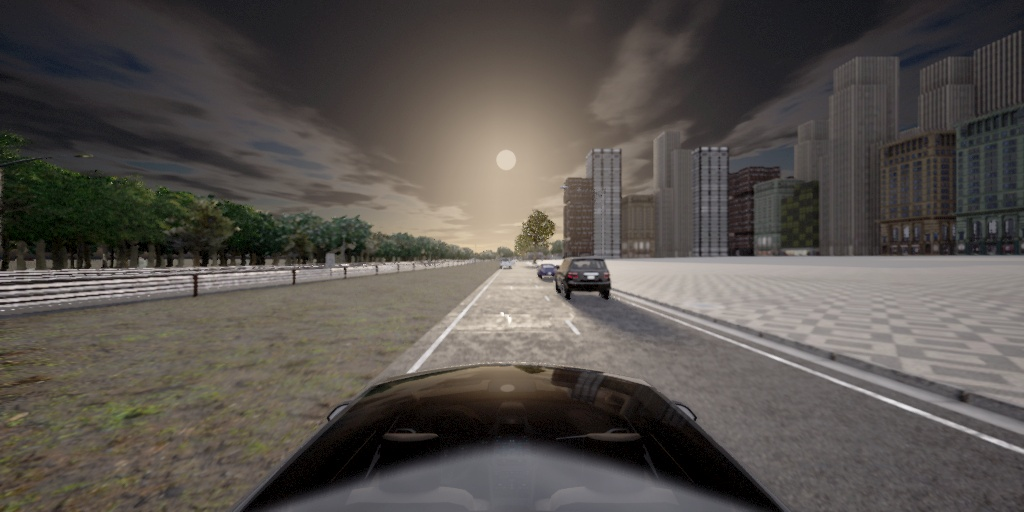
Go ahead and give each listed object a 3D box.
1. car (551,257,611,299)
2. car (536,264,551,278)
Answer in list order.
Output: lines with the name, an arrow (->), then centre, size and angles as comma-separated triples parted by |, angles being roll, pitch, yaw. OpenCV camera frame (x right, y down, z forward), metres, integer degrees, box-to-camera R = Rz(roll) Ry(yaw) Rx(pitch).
car -> 3.589, 1.072, 18.932 | 2.150, 2.045, 5.566 | 0, 0, 0
car -> 3.576, 1.479, 36.378 | 1.812, 1.442, 4.674 | 0, 0, 0
